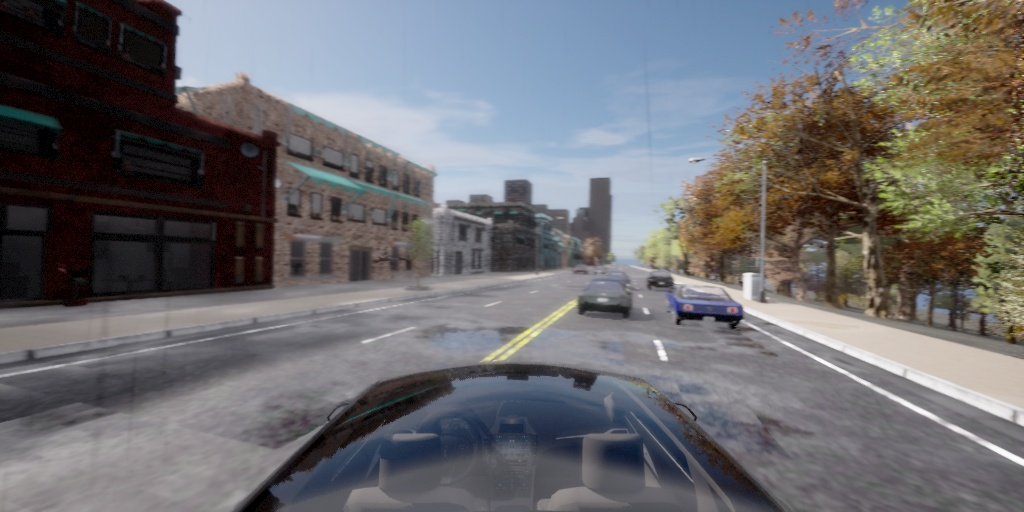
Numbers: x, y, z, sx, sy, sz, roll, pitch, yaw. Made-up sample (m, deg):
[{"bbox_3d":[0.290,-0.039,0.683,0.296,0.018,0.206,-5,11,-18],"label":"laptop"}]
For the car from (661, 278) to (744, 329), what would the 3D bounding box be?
[{"bbox_3d":[6.737,1.690,13.053,1.895,1.301,4.718,1,-1,19],"label":"car"}]

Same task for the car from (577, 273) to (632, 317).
[{"bbox_3d":[3.925,1.597,14.886,1.994,1.385,4.181,1,-1,19],"label":"car"}]

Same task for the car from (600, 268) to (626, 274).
[{"bbox_3d":[8.573,1.916,29.225,1.994,1.385,4.181,1,-1,19],"label":"car"}]

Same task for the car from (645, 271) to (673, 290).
[{"bbox_3d":[11.936,1.922,29.039,1.882,1.535,5.008,1,0,18],"label":"car"}]

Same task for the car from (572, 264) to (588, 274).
[{"bbox_3d":[11.273,2.165,58.963,2.097,1.767,4.553,1,-1,18],"label":"car"}]

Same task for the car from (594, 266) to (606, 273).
[{"bbox_3d":[14.325,2.377,57.855,2.128,1.511,4.902,1,-1,18],"label":"car"}]
